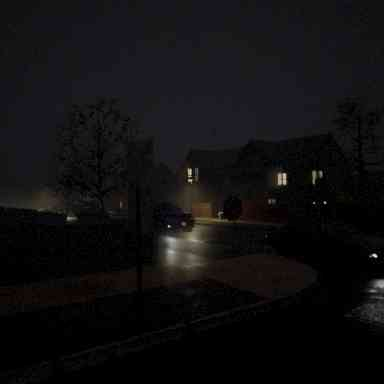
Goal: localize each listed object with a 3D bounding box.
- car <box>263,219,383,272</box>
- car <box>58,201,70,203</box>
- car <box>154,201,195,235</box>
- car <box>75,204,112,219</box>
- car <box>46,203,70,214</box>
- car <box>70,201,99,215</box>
[{"bbox_3d":[4.668,1.692,11.680,2.033,1.411,5.357,-1,-1,-22],"label":"car"},{"bbox_3d":[-19.932,2.438,52.171,2.150,2.045,5.566,-1,-1,-36],"label":"car"},{"bbox_3d":[-2.097,1.662,22.360,2.150,2.045,5.566,-1,-1,-36],"label":"car"},{"bbox_3d":[-9.593,2.222,32.846,1.882,1.535,5.008,-1,-1,-35],"label":"car"},{"bbox_3d":[-18.938,2.620,46.054,2.128,1.511,4.902,-1,-1,-35],"label":"car"},{"bbox_3d":[-13.741,2.186,43.594,2.150,2.045,5.566,-1,-1,-35],"label":"car"}]
